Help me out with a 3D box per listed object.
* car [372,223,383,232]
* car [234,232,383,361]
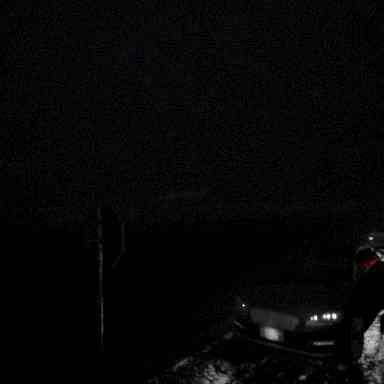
[{"bbox_3d":[9.841,2.178,16.203,1.895,1.301,4.718,-4,-4,35],"label":"car"},{"bbox_3d":[2.633,1.771,6.575,2.128,1.511,4.902,-4,-4,39],"label":"car"}]
